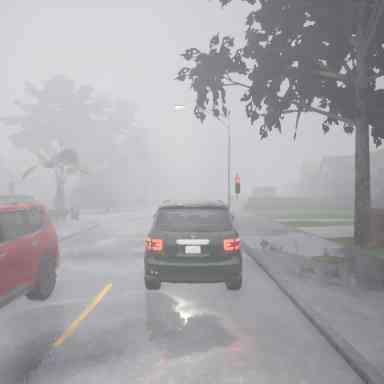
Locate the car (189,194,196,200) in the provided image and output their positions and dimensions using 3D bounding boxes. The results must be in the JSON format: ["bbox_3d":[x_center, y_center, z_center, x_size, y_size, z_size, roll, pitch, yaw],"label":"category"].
[{"bbox_3d":[0.078,1.356,88.161,1.812,1.442,4.674,0,0,0],"label":"car"}]

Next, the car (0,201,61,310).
[{"bbox_3d":[-4.095,1.221,5.444,2.150,2.045,5.566,0,0,0],"label":"car"}]

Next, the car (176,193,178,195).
[{"bbox_3d":[-4.003,1.491,62.846,2.128,1.511,4.902,0,0,0],"label":"car"}]

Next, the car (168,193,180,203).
[{"bbox_3d":[-3.935,1.225,73.359,2.150,2.045,5.566,0,0,0],"label":"car"}]

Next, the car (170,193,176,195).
[{"bbox_3d":[-4.046,1.352,52.444,2.097,1.767,4.553,0,0,0],"label":"car"}]

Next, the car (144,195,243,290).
[{"bbox_3d":[0.045,1.221,9.205,2.150,2.045,5.566,0,0,1],"label":"car"}]
